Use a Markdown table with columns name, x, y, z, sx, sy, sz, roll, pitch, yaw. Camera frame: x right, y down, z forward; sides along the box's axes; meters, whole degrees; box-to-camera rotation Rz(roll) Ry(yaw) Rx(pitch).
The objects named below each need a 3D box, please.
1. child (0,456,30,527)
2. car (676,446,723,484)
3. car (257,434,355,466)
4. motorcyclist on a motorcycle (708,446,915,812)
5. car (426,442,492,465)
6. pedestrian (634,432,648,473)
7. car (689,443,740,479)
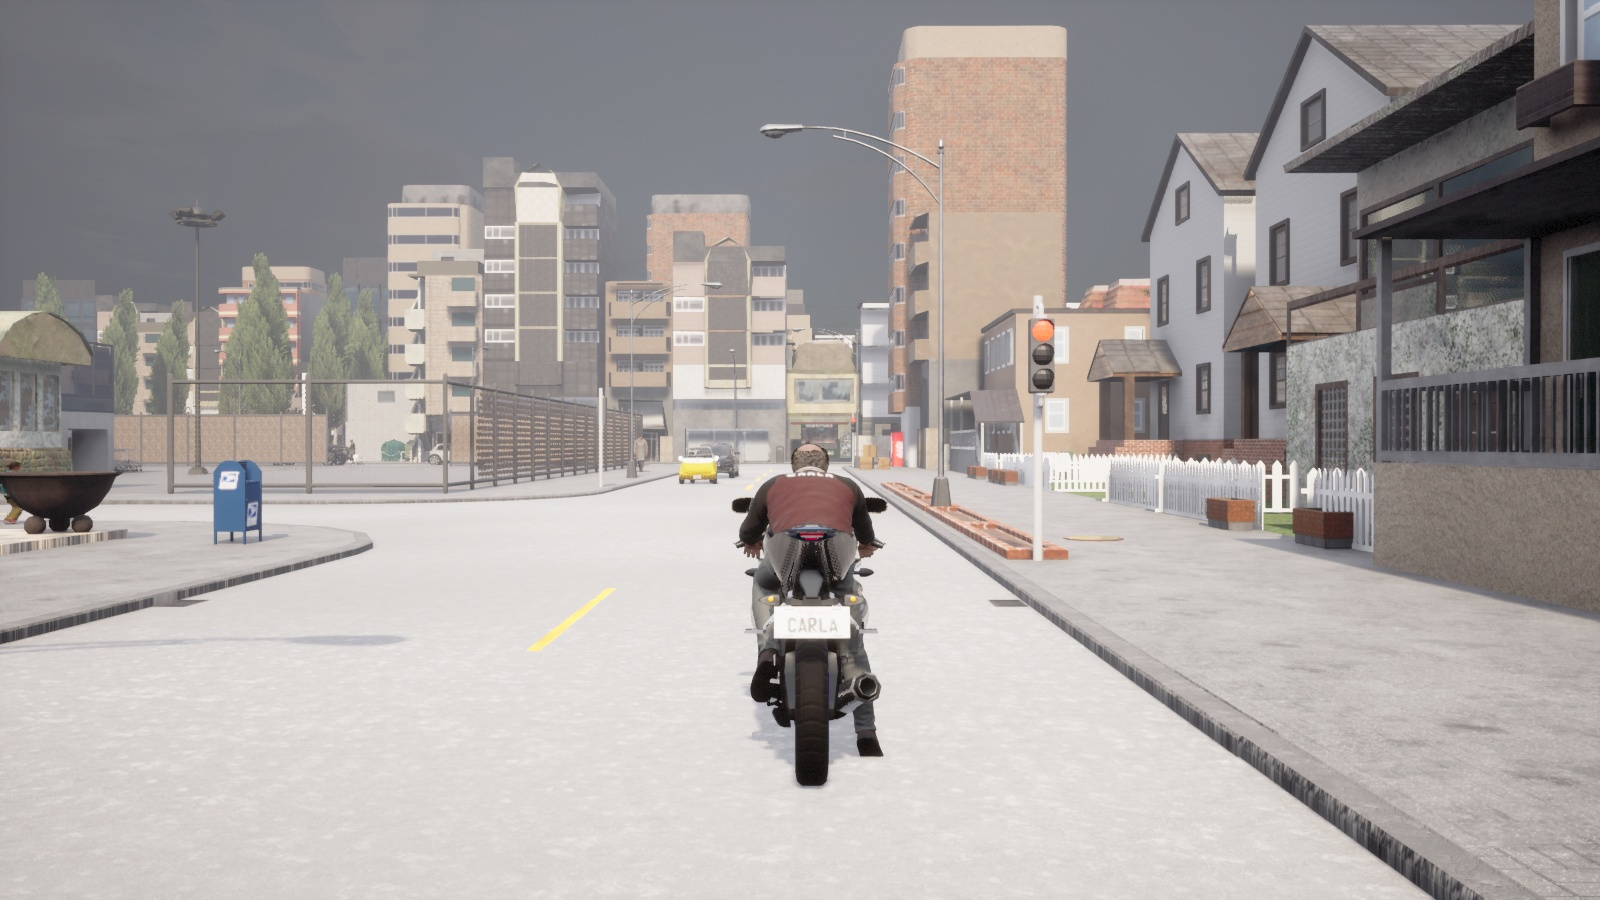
| name | x | y | z | sx | sy | sz | roll | pitch | yaw |
| --- | --- | --- | --- | --- | --- | --- | --- | --- | --- |
| child | -13.543 | 0.701 | 21.536 | 0.343 | 1.192 | 0.448 | 0 | 0 | 27 |
| car | -3.681 | 0.537 | 46.247 | 1.481 | 1.376 | 2.207 | 0 | 0 | 1 |
| car | -32.279 | -0.025 | 82.213 | 5.566 | 2.045 | 2.150 | 0 | 0 | 1 |
| motorcyclist on a motorcycle | 0.050 | 0.746 | 6.352 | 0.866 | 1.530 | 2.191 | 0 | 0 | 0 |
| car | -22.269 | 0.230 | 82.157 | 3.806 | 1.475 | 1.970 | 0 | 0 | 1 |
| pedestrian | -7.581 | 0.112 | 59.908 | 0.659 | 1.952 | 0.873 | 0 | 0 | -4 |
| car | -3.660 | 0.441 | 54.512 | 1.837 | 1.490 | 4.892 | 0 | 0 | 1 |
